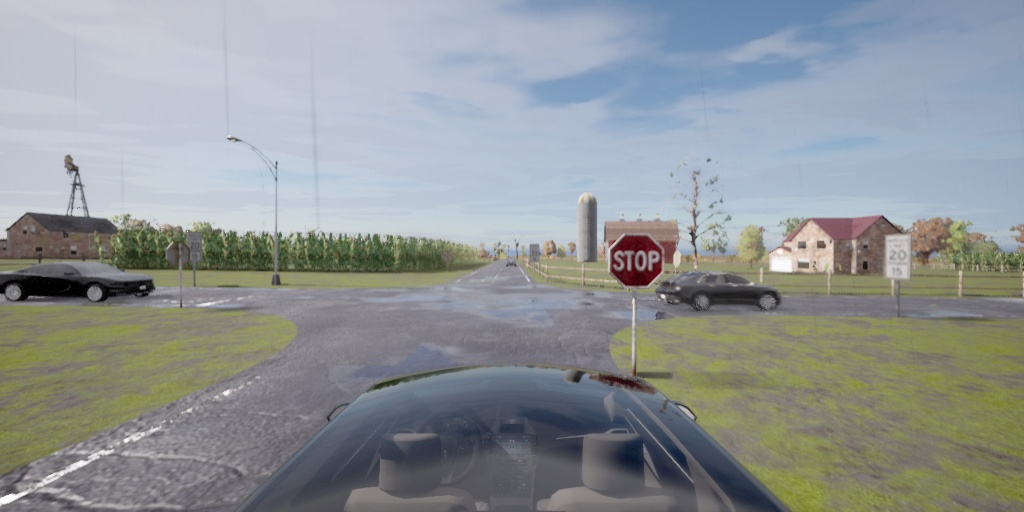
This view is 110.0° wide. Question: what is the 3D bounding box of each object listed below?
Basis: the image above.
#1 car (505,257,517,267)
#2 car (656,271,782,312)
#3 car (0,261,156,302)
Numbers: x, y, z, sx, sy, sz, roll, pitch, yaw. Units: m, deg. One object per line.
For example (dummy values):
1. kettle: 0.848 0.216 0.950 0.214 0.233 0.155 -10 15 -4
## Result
1. car: -0.133 1.168 61.602 2.033 1.411 5.357 0 0 0
2. car: 8.376 1.380 14.581 4.892 1.490 1.837 1 -2 -9
3. car: -17.493 0.973 14.548 5.008 1.535 1.882 1 1 0
